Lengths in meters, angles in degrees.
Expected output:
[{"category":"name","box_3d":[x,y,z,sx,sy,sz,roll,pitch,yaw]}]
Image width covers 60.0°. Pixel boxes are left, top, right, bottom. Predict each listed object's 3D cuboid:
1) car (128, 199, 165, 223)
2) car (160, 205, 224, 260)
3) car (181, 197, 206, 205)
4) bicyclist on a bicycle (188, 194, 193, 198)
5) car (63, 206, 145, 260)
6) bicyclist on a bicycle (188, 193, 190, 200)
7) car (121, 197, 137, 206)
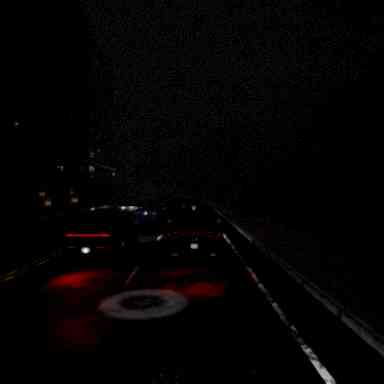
[{"category":"car","box_3d":[-3.145,1.513,25.262,2.033,1.411,5.357,0,0,1]},{"category":"car","box_3d":[0.088,1.460,12.347,1.882,1.535,5.008,0,0,1]},{"category":"car","box_3d":[0.136,1.313,28.644,2.097,1.767,4.553,0,0,0]},{"category":"bicyclist on a bicycle","box_3d":[-0.247,1.338,81.606,0.866,1.612,1.509,0,0,-3]},{"category":"car","box_3d":[-3.164,1.486,12.382,1.837,1.490,4.892,0,0,1]},{"category":"bicyclist on a bicycle","box_3d":[-0.840,1.253,90.661,0.659,1.776,1.843,0,0,-4]},{"category":"car","box_3d":[-9.840,1.485,52.400,2.033,1.411,5.357,0,0,0]}]
